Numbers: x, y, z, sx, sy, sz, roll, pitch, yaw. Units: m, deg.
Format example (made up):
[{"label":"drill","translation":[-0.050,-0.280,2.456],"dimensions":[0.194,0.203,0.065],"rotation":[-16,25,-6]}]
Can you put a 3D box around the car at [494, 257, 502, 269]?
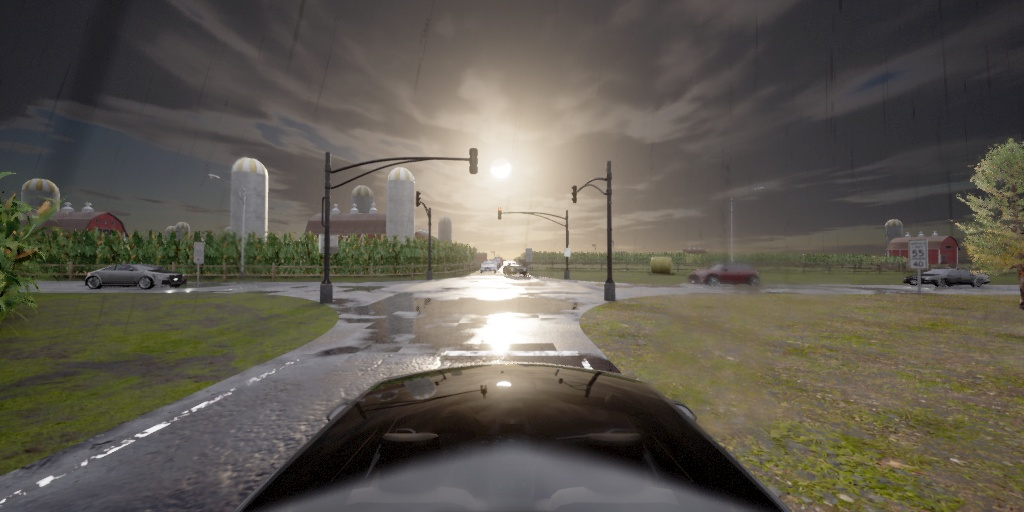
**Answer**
[{"label":"car","translation":[-2.861,1.329,53.510],"dimensions":[1.812,1.442,4.674],"rotation":[0,0,0]}]

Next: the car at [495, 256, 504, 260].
[{"label":"car","translation":[-2.873,1.301,63.995],"dimensions":[1.882,1.535,5.008],"rotation":[0,0,0]}]

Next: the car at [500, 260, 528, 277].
[{"label":"car","translation":[0.258,1.381,36.819],"dimensions":[1.895,1.301,4.718],"rotation":[0,0,-9]}]

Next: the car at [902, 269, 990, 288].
[{"label":"car","translation":[33.199,1.662,27.439],"dimensions":[5.357,1.411,2.033],"rotation":[1,-1,-4]}]

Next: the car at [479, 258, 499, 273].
[{"label":"car","translation":[-2.807,1.314,43.480],"dimensions":[1.812,1.442,4.674],"rotation":[0,0,-1]}]

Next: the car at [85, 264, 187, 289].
[{"label":"car","translation":[-20.968,1.118,20.125],"dimensions":[4.181,1.385,1.994],"rotation":[0,-1,-3]}]

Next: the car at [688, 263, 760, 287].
[{"label":"car","translation":[15.369,1.300,26.151],"dimensions":[4.553,1.767,2.097],"rotation":[1,-1,-4]}]
